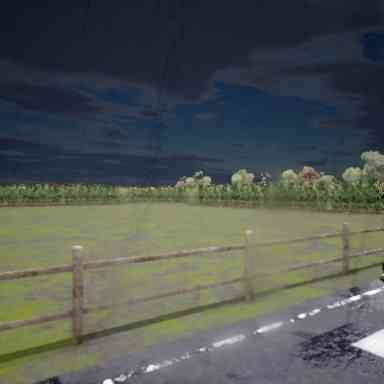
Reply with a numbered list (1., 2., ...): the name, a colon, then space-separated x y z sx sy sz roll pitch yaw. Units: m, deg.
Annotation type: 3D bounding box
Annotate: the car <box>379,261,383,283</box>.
1. car: 6.255 1.647 7.540 4.718 1.301 1.895 0 0 -35
